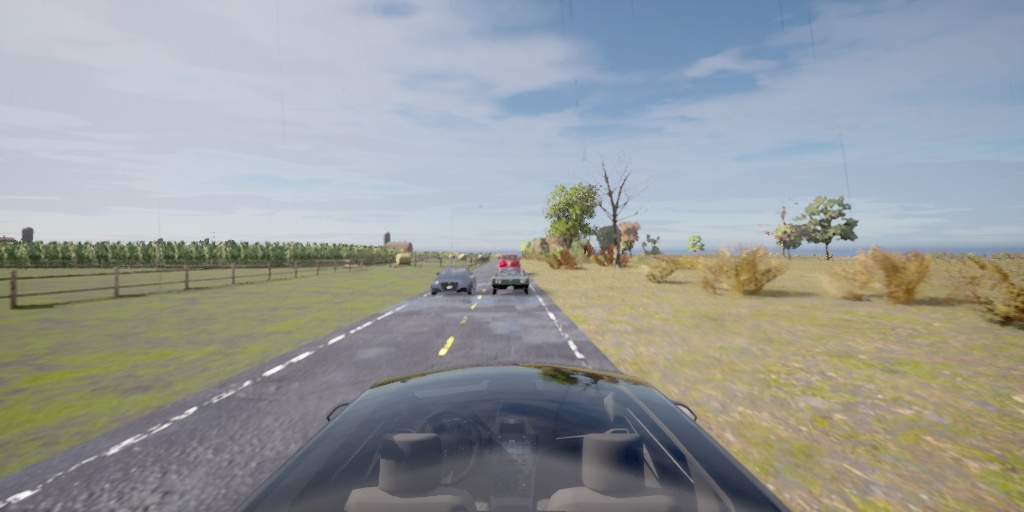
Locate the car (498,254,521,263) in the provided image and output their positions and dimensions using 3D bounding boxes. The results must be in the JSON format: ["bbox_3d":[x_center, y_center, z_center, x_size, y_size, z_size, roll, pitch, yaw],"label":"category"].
[{"bbox_3d":[-0.259,0.792,37.190,2.150,2.045,5.566,0,0,0],"label":"car"}]

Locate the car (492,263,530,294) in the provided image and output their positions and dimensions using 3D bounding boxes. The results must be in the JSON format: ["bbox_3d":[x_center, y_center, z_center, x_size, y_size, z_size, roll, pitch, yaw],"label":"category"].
[{"bbox_3d":[-0.082,1.260,19.669,1.895,1.301,4.718,0,0,0],"label":"car"}]

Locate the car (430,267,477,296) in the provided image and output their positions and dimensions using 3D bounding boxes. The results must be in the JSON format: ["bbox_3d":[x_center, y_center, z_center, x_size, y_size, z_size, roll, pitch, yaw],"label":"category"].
[{"bbox_3d":[-2.911,1.247,18.616,1.994,1.385,4.181,0,0,-1],"label":"car"}]
